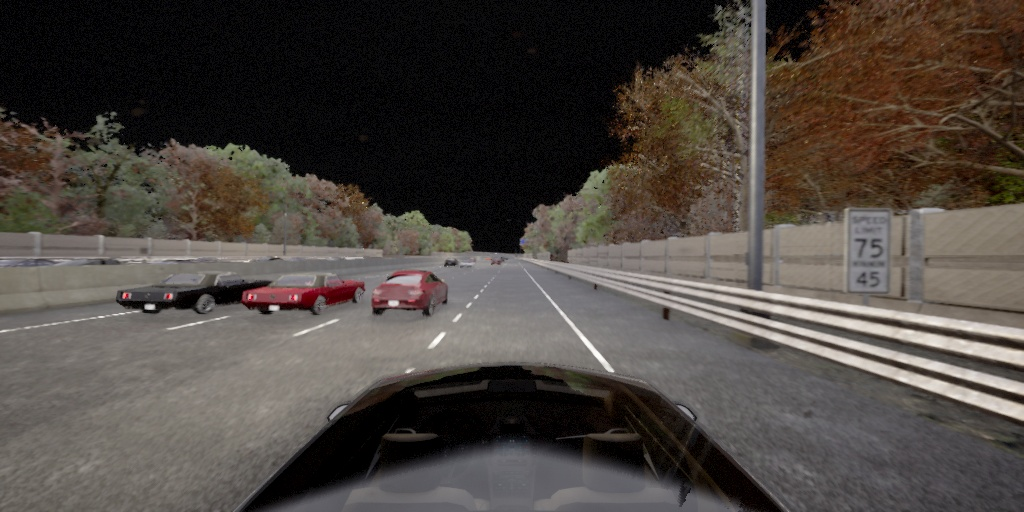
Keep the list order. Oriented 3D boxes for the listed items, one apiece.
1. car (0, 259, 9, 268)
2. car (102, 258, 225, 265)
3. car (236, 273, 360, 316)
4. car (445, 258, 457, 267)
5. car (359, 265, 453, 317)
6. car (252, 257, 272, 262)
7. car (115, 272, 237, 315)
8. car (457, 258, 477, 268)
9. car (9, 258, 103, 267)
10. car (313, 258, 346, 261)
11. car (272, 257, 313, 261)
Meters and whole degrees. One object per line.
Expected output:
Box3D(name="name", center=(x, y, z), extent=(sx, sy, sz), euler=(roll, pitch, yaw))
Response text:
Box3D(name="car", center=(-28.025, 0.880, 20.495), extent=(2.033, 1.411, 5.357), euler=(1, 0, 0))
Box3D(name="car", center=(-21.020, 0.985, 22.089), extent=(2.033, 1.411, 5.357), euler=(1, 0, 0))
Box3D(name="car", center=(-6.979, 1.248, 12.762), extent=(1.895, 1.301, 4.718), euler=(1, 0, 0))
Box3D(name="car", center=(-10.329, 1.080, 61.846), extent=(1.882, 1.535, 5.008), euler=(1, 0, 0))
Box3D(name="car", center=(-3.475, 1.225, 12.843), extent=(1.812, 1.442, 4.674), euler=(1, 0, 0))
Box3D(name="car", center=(-27.896, 0.842, 41.007), extent=(1.837, 1.490, 4.892), euler=(1, 0, 0))
Box3D(name="car", center=(-10.480, 1.195, 12.613), extent=(1.895, 1.301, 4.718), euler=(1, 0, 0))
Box3D(name="car", center=(-6.847, 1.254, 55.903), extent=(1.895, 1.301, 4.718), euler=(1, 0, 0))
Box3D(name="car", center=(-24.526, 0.891, 20.684), extent=(1.837, 1.490, 4.892), euler=(1, 0, 0))
Box3D(name="car", center=(-20.899, 0.919, 42.421), extent=(1.882, 1.535, 5.008), euler=(1, 0, 1))
Box3D(name="car", center=(-24.403, 0.881, 40.892), extent=(2.128, 1.511, 4.902), euler=(1, 0, 1))
